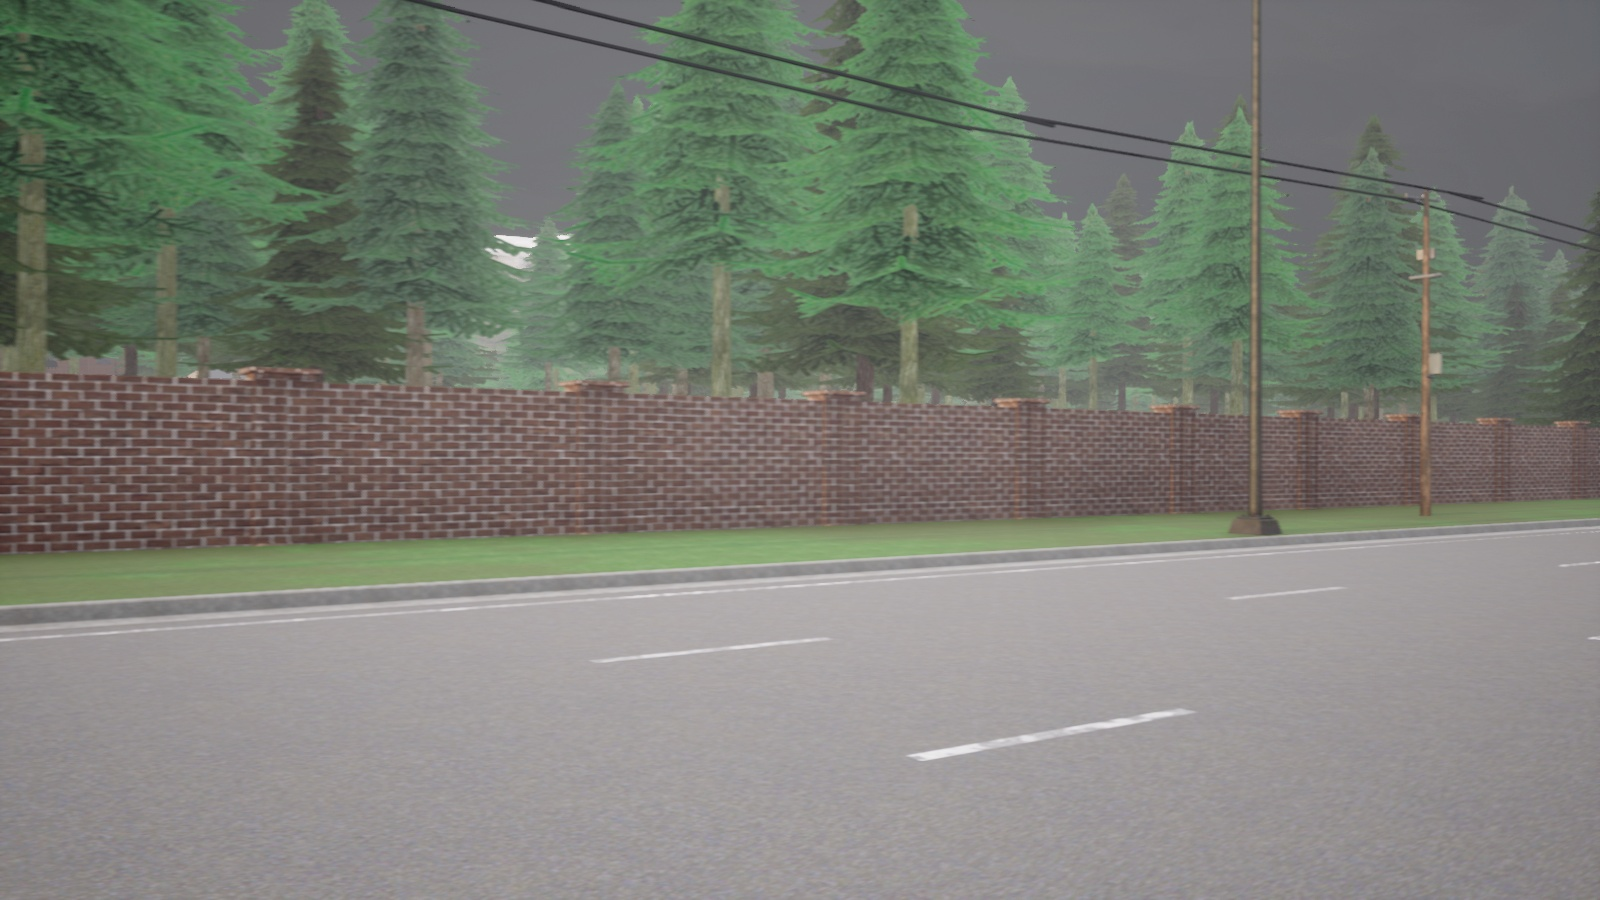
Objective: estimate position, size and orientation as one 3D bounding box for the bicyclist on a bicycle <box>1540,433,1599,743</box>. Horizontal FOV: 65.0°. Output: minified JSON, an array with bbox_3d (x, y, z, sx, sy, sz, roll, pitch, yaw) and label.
[{"bbox_3d":[4.855,0.725,7.037,1.656,1.620,0.582,1,0,-35],"label":"bicyclist on a bicycle"}]

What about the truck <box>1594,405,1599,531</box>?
[{"bbox_3d":[18.445,0.357,25.024,5.204,2.467,2.627,0,0,-35],"label":"truck"}]
